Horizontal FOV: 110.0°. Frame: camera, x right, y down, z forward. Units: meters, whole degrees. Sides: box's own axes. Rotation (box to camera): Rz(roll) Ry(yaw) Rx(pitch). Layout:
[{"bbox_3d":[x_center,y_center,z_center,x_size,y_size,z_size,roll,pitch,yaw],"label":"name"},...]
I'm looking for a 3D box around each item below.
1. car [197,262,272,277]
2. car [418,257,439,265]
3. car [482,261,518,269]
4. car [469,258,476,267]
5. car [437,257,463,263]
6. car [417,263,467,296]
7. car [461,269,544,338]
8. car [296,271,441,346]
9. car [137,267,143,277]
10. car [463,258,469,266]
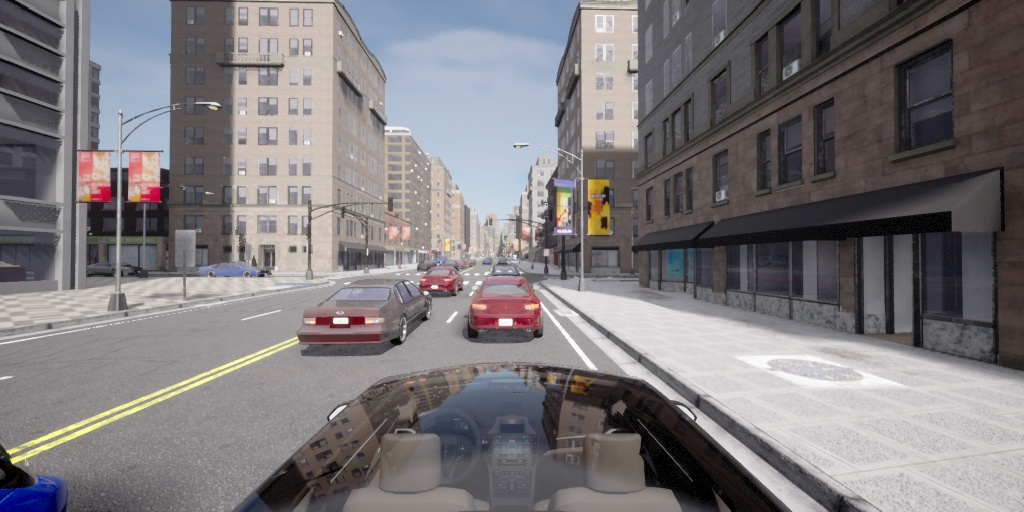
[{"bbox_3d":[-23.681,1.194,30.689,5.357,1.411,2.033,0,-1,1],"label":"car"},{"bbox_3d":[-11.105,1.206,47.201,1.882,1.535,5.008,0,0,-1],"label":"car"},{"bbox_3d":[-0.413,1.240,19.200,2.128,1.511,4.902,0,0,-3],"label":"car"},{"bbox_3d":[-8.278,1.063,64.579,2.097,1.767,4.553,0,0,-1],"label":"car"},{"bbox_3d":[-7.807,1.207,45.500,1.882,1.535,5.008,0,0,-2],"label":"car"},{"bbox_3d":[-3.669,1.274,19.021,1.812,1.442,4.674,0,0,-2],"label":"car"},{"bbox_3d":[-0.183,1.276,10.116,1.812,1.442,4.674,0,0,-1],"label":"car"},{"bbox_3d":[-3.413,1.298,9.434,2.033,1.411,5.357,0,0,-2],"label":"car"},{"bbox_3d":[-33.647,1.169,30.365,4.181,1.385,1.994,0,-1,-2],"label":"car"},{"bbox_3d":[-8.051,1.247,54.704,1.812,1.442,4.674,0,0,-1],"label":"car"}]
